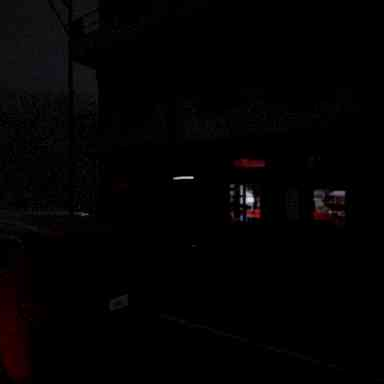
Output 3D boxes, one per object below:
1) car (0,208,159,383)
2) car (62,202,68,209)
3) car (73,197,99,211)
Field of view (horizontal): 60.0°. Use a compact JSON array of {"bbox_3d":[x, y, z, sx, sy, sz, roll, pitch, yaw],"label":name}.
[{"bbox_3d":[-2.743,1.266,5.017,5.009,1.841,2.192,1,0,36],"label":"car"},{"bbox_3d":[-11.782,1.335,36.514,1.895,1.301,4.718,0,0,37],"label":"car"},{"bbox_3d":[-9.493,1.230,34.145,1.837,1.490,4.892,0,0,37],"label":"car"}]
